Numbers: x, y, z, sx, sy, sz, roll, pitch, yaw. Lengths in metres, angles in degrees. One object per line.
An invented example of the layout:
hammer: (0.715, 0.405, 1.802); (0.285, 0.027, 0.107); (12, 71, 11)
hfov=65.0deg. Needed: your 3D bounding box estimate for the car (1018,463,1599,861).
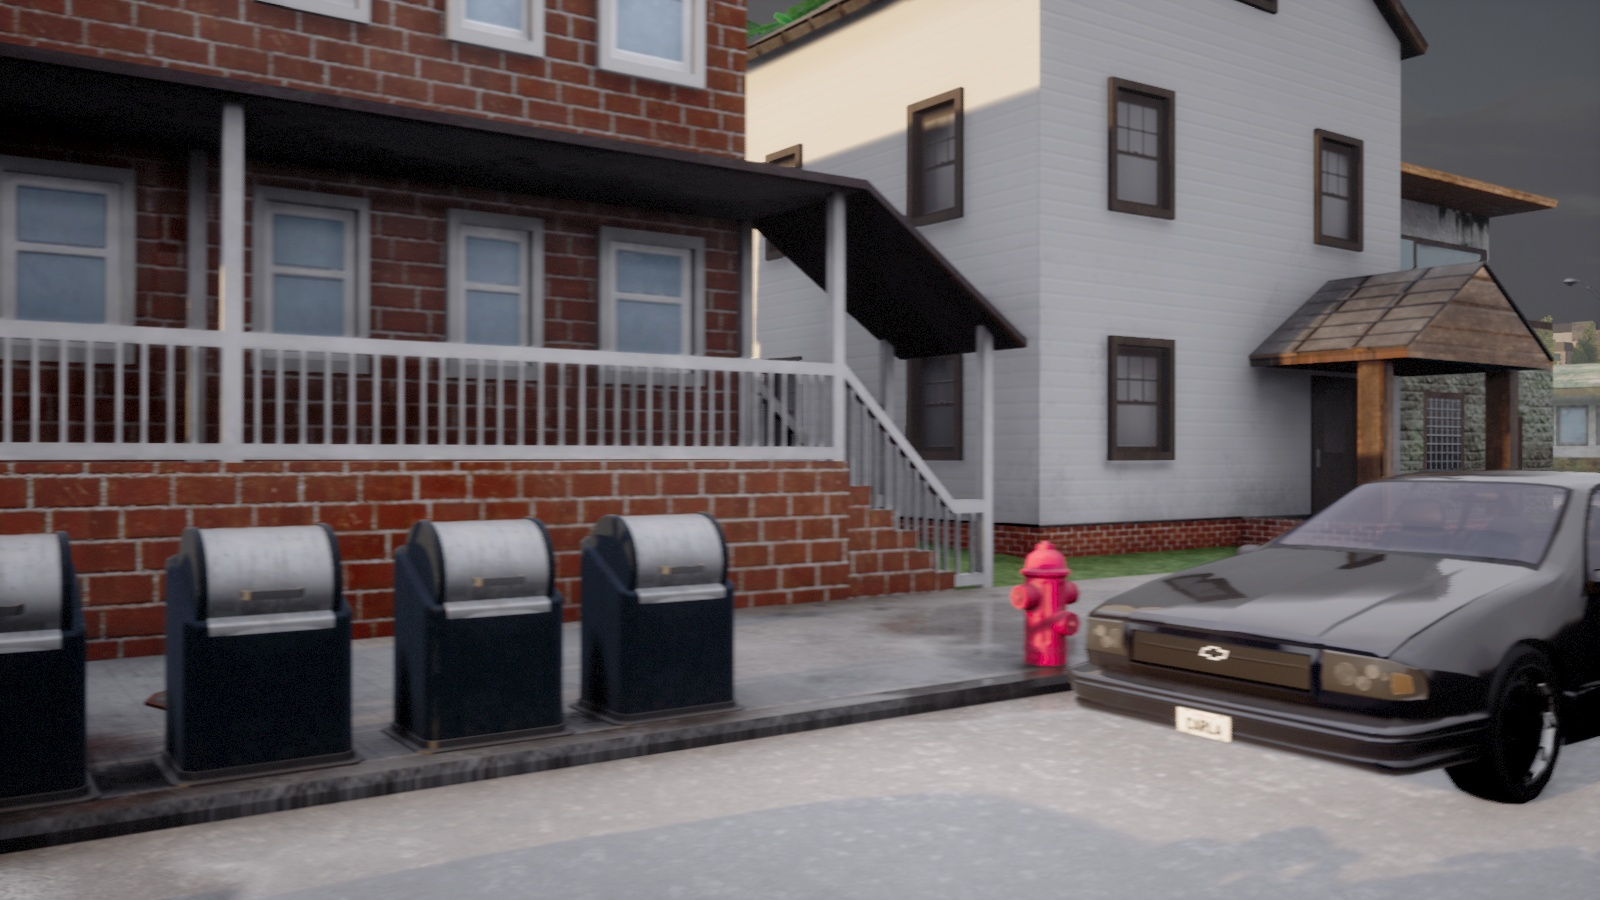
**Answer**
car: (3.868, 0.801, 6.960); (5.357, 1.411, 2.033); (0, 0, -35)
